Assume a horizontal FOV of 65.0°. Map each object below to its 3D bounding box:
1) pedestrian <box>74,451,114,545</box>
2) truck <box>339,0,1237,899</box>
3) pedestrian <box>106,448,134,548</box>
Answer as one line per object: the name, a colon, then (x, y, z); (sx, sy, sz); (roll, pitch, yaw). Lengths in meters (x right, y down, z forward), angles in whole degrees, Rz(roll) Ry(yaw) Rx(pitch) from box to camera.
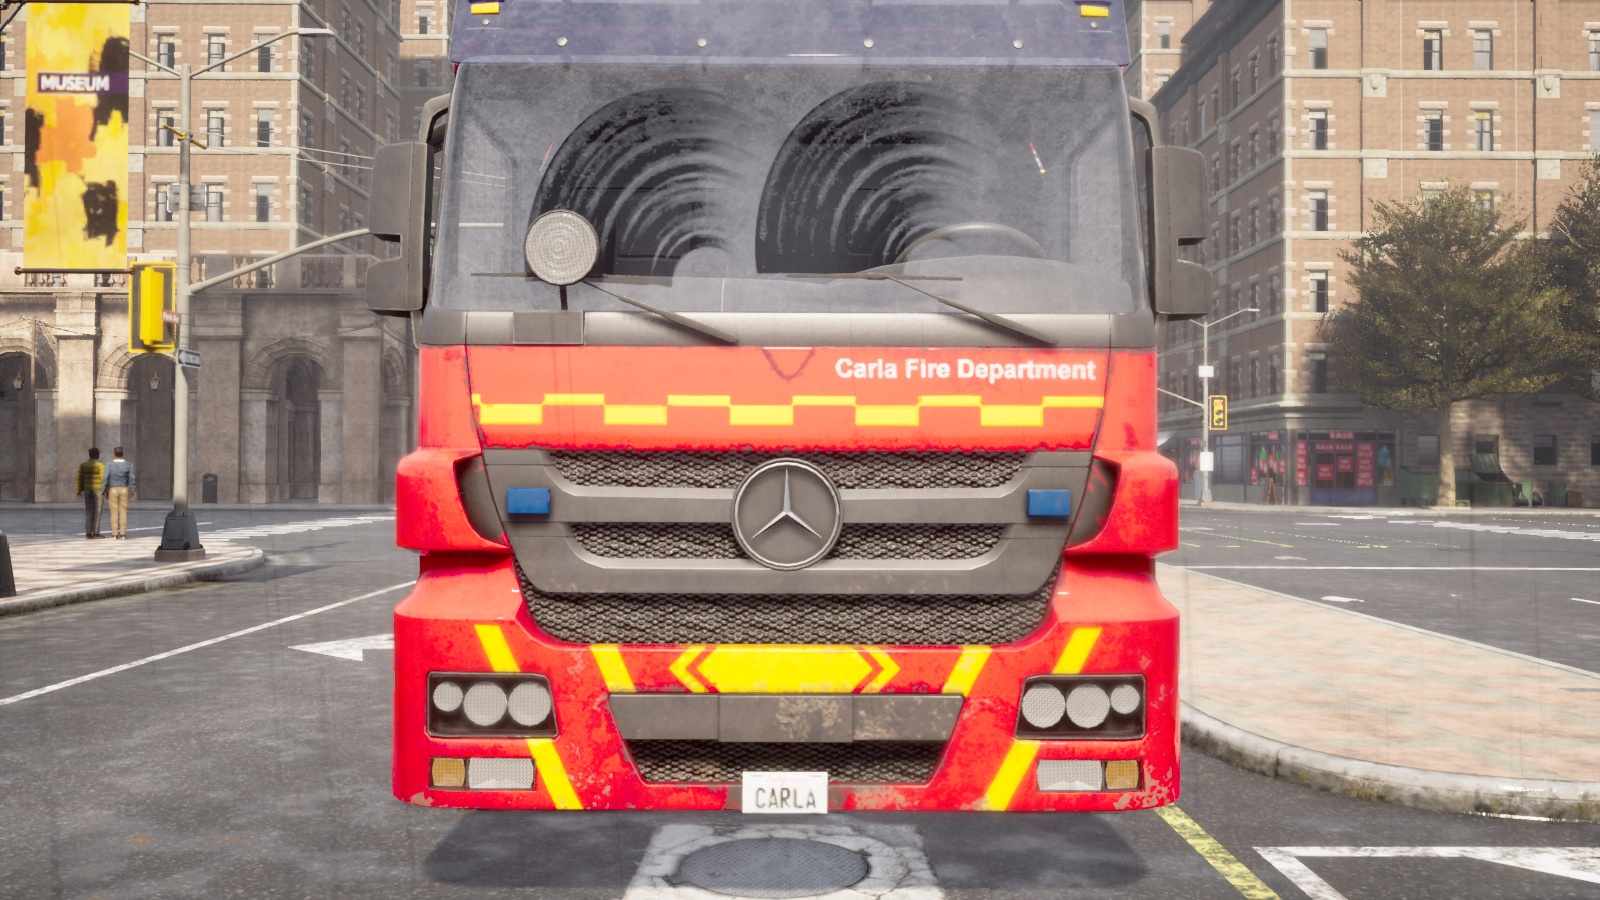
pedestrian: (-14.035, 0.946, 24.985); (0.370, 1.835, 0.726); (0, -1, 0)
truck: (-0.054, -0.211, 8.305); (2.891, 3.827, 8.468); (0, -1, 0)
pedestrian: (-13.447, 0.941, 24.820); (0.423, 1.949, 0.788); (0, -1, -32)
